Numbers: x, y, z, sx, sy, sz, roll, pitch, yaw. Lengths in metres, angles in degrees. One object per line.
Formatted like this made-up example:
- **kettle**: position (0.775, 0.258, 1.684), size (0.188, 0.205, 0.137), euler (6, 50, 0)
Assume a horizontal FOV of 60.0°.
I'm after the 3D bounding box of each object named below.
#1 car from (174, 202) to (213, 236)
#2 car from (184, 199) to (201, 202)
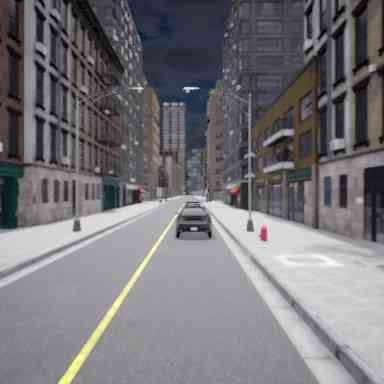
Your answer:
- **car**: position (0.095, 1.518, 18.324), size (1.837, 1.490, 4.892), euler (0, 0, 0)
- **car**: position (0.090, 1.544, 40.729), size (2.128, 1.511, 4.902), euler (0, 0, 0)
